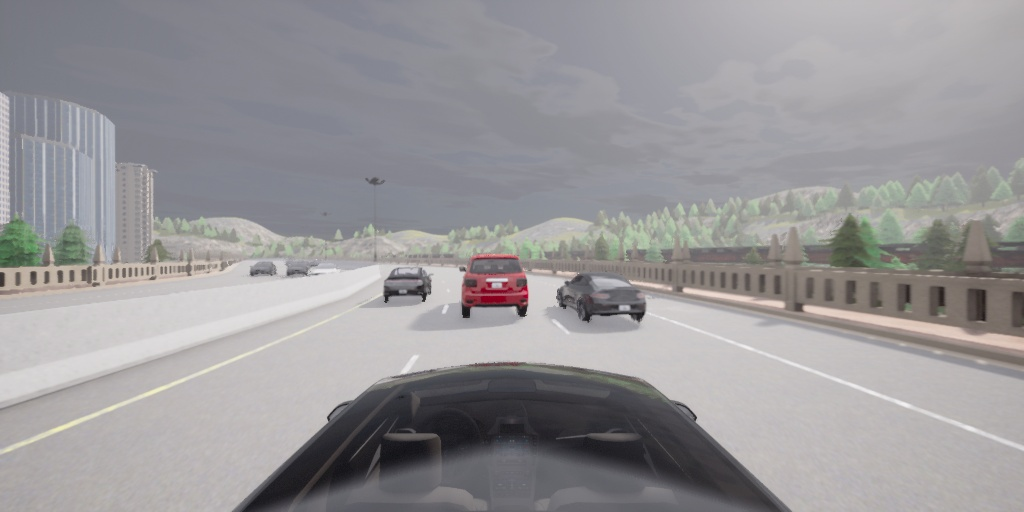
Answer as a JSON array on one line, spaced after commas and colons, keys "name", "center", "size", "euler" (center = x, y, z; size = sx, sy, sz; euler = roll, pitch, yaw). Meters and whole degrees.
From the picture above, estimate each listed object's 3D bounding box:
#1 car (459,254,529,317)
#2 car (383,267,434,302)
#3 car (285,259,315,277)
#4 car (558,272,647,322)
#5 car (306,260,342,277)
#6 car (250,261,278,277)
[{"name": "car", "center": [-0.765, 0.965, 13.363], "size": [2.150, 2.045, 5.566], "euler": [0, 0, -7]}, {"name": "car", "center": [-4.870, 1.249, 17.131], "size": [2.128, 1.511, 4.902], "euler": [0, 0, -9]}, {"name": "car", "center": [-21.530, 1.316, 36.426], "size": [1.837, 1.490, 4.892], "euler": [0, -1, -23]}, {"name": "car", "center": [2.857, 1.256, 12.106], "size": [1.812, 1.442, 4.674], "euler": [0, 0, -6]}, {"name": "car", "center": [-15.211, 1.315, 29.553], "size": [1.812, 1.442, 4.674], "euler": [0, 0, -18]}, {"name": "car", "center": [-25.643, 1.331, 37.142], "size": [1.837, 1.490, 4.892], "euler": [0, 0, -25]}]
